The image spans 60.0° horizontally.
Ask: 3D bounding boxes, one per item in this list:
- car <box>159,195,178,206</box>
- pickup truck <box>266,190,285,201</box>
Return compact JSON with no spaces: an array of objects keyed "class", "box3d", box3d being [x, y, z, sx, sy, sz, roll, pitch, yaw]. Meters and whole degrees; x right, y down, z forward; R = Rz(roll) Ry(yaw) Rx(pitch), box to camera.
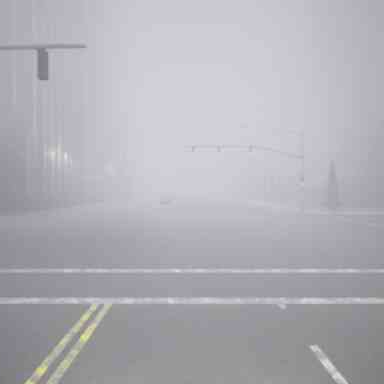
[{"class":"car","box3d":[-3.632,1.234,48.518,2.033,1.411,5.357,0,0,0]},{"class":"pickup truck","box3d":[16.543,0.635,65.358,2.390,2.098,6.274,0,0,30]}]
